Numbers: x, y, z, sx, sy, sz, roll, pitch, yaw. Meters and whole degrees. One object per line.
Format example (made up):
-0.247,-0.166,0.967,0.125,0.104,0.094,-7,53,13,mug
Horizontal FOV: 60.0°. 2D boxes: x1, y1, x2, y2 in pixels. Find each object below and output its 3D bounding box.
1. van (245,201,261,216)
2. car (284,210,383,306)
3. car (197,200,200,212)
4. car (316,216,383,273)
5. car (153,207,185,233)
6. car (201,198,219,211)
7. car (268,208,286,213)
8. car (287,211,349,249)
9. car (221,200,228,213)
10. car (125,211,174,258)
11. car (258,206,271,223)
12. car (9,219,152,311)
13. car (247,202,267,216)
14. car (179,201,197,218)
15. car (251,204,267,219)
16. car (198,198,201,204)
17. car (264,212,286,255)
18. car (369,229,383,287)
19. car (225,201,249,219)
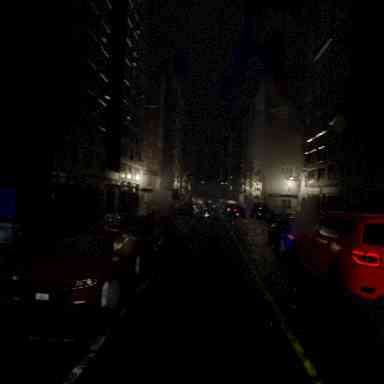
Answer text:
8.353,2.268,45.937,1.690,1.788,3.998,3,-1,3,van
4.277,1.517,8.814,2.150,2.045,5.566,2,-1,3,car
-0.477,2.049,40.905,1.947,1.339,4.313,3,-1,3,car
6.458,1.878,12.852,1.967,1.590,4.097,3,-1,3,car
-1.737,1.723,18.843,1.947,1.339,4.313,3,-1,3,car
3.051,2.312,55.868,2.128,1.511,4.902,2,-1,3,car
7.083,2.151,23.878,2.008,1.369,4.403,3,-1,3,car
6.773,1.959,18.365,1.967,1.590,4.097,3,-1,3,car
5.710,2.387,49.884,1.812,1.442,4.674,2,-1,3,car
-2.053,1.642,13.327,1.947,1.339,4.313,3,-1,3,car
7.398,2.233,29.392,2.008,1.369,4.403,3,-1,3,car
-2.367,1.539,7.812,1.887,1.381,4.507,3,-1,3,car
8.039,2.160,40.423,2.192,1.841,5.009,3,-1,3,car
-0.792,1.984,35.389,1.802,1.307,4.206,3,-1,3,car
7.713,2.330,34.906,1.947,1.339,4.313,3,-1,3,car
-0.156,2.005,46.422,1.967,1.590,4.097,3,-1,3,car
4.604,1.908,14.770,1.812,1.442,4.674,2,-1,3,car
6.148,1.884,7.506,1.752,1.417,4.829,3,-1,3,car
5.073,2.196,38.226,1.837,1.490,4.892,2,-1,4,car
